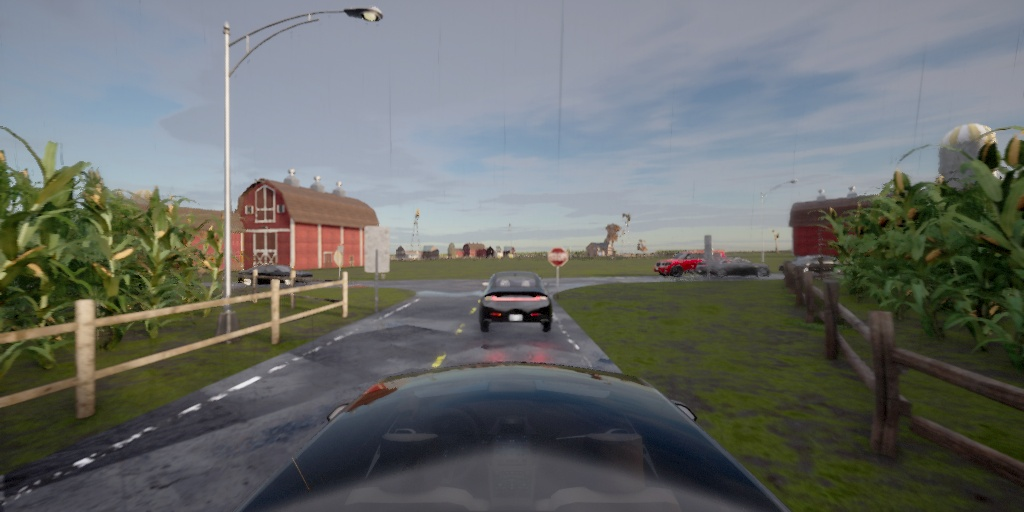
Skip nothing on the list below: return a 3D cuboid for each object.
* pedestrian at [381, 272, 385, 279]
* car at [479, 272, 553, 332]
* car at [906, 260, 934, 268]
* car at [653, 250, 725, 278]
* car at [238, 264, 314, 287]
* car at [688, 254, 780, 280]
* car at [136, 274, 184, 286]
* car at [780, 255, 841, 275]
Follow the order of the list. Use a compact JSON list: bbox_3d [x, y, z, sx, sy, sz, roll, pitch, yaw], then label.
[{"bbox_3d":[-11.217,1.104,31.242,0.375,1.860,0.375,0,1,4],"label":"pedestrian"},{"bbox_3d":[0.094,1.200,10.653,2.128,1.511,4.902,0,0,0],"label":"car"},{"bbox_3d":[36.336,0.462,30.942,5.008,1.535,1.882,-1,0,-10],"label":"car"},{"bbox_3d":[14.129,0.605,28.304,5.566,2.045,2.150,-1,0,-4],"label":"car"},{"bbox_3d":[-16.896,1.360,25.805,5.008,1.535,1.882,-1,0,5],"label":"car"},{"bbox_3d":[15.640,0.837,25.435,4.902,1.511,2.128,-1,0,-4],"label":"car"},{"bbox_3d":[-27.131,1.595,26.958,5.357,1.411,2.033,-1,0,7],"label":"car"},{"bbox_3d":[24.320,0.707,29.212,4.892,1.490,1.837,-1,0,-7],"label":"car"}]
